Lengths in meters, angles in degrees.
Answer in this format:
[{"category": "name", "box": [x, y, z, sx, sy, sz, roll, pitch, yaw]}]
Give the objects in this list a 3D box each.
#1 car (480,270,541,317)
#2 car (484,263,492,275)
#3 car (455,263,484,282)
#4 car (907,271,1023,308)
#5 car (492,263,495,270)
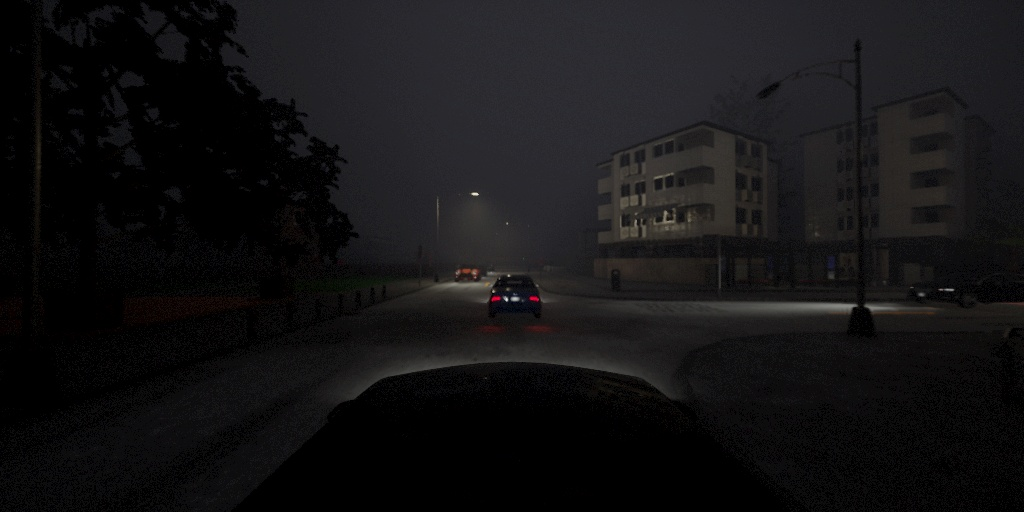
[{"category": "car", "box": [0.098, 1.445, 13.883, 2.033, 1.411, 5.357, 0, -1, 0]}, {"category": "car", "box": [-4.085, 1.823, 45.102, 2.033, 1.411, 5.357, 0, -1, 0]}, {"category": "car", "box": [-4.094, 1.493, 34.019, 2.097, 1.767, 4.553, 0, -1, 0]}, {"category": "car", "box": [20.225, 1.410, 15.581, 4.902, 1.511, 2.128, 0, -1, 0]}, {"category": "car", "box": [-4.016, 1.985, 63.024, 2.128, 1.511, 4.902, 0, -1, 0]}]
